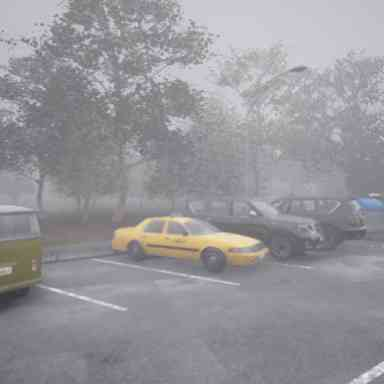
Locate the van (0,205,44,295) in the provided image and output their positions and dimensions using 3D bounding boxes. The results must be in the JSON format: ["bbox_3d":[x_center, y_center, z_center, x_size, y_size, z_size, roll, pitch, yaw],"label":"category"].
[{"bbox_3d":[-5.333,1.261,7.503,4.442,1.987,1.878,-1,0,35],"label":"van"}]

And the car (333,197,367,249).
[{"bbox_3d":[4.380,1.227,14.324,5.566,2.045,2.435,-1,0,35],"label":"car"}]

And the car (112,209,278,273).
[{"bbox_3d":[-0.254,1.478,10.789,5.366,1.575,1.946,-1,-1,34],"label":"car"}]

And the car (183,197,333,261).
[{"bbox_3d":[2.023,1.229,12.586,5.566,2.045,2.435,-1,-1,35],"label":"car"}]
